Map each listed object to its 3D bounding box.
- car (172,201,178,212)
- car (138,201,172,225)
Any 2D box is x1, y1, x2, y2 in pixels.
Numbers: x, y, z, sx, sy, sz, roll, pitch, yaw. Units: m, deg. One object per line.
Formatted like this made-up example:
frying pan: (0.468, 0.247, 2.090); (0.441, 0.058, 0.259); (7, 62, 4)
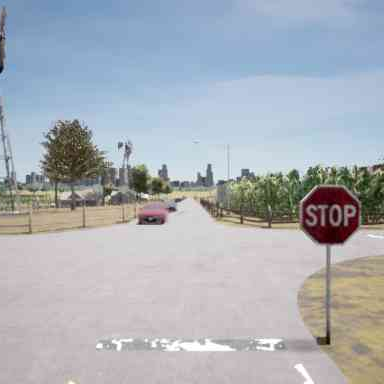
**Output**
car: (-2.850, 1.807, 43.052); (2.033, 1.411, 5.357); (0, -1, 0)
car: (-2.809, 1.559, 24.941); (1.882, 1.535, 5.008); (0, 0, 0)
